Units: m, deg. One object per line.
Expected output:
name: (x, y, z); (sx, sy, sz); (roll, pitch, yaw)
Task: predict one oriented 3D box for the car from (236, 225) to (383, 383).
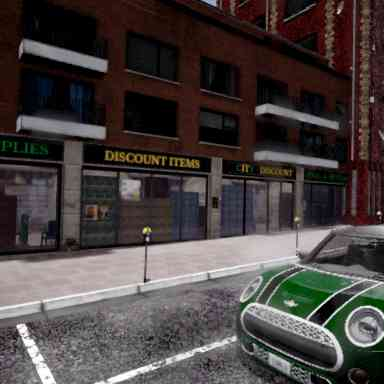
car: (2.817, 1.357, 5.093); (4.553, 1.767, 2.097); (0, 0, -36)
